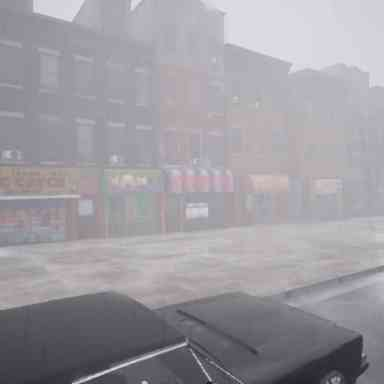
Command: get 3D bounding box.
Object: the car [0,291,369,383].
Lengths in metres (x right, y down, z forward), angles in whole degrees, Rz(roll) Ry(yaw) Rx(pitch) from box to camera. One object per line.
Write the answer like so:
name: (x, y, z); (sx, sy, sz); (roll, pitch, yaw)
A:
car: (-0.542, 1.600, 2.772); (4.718, 1.301, 1.895); (0, 0, -35)
